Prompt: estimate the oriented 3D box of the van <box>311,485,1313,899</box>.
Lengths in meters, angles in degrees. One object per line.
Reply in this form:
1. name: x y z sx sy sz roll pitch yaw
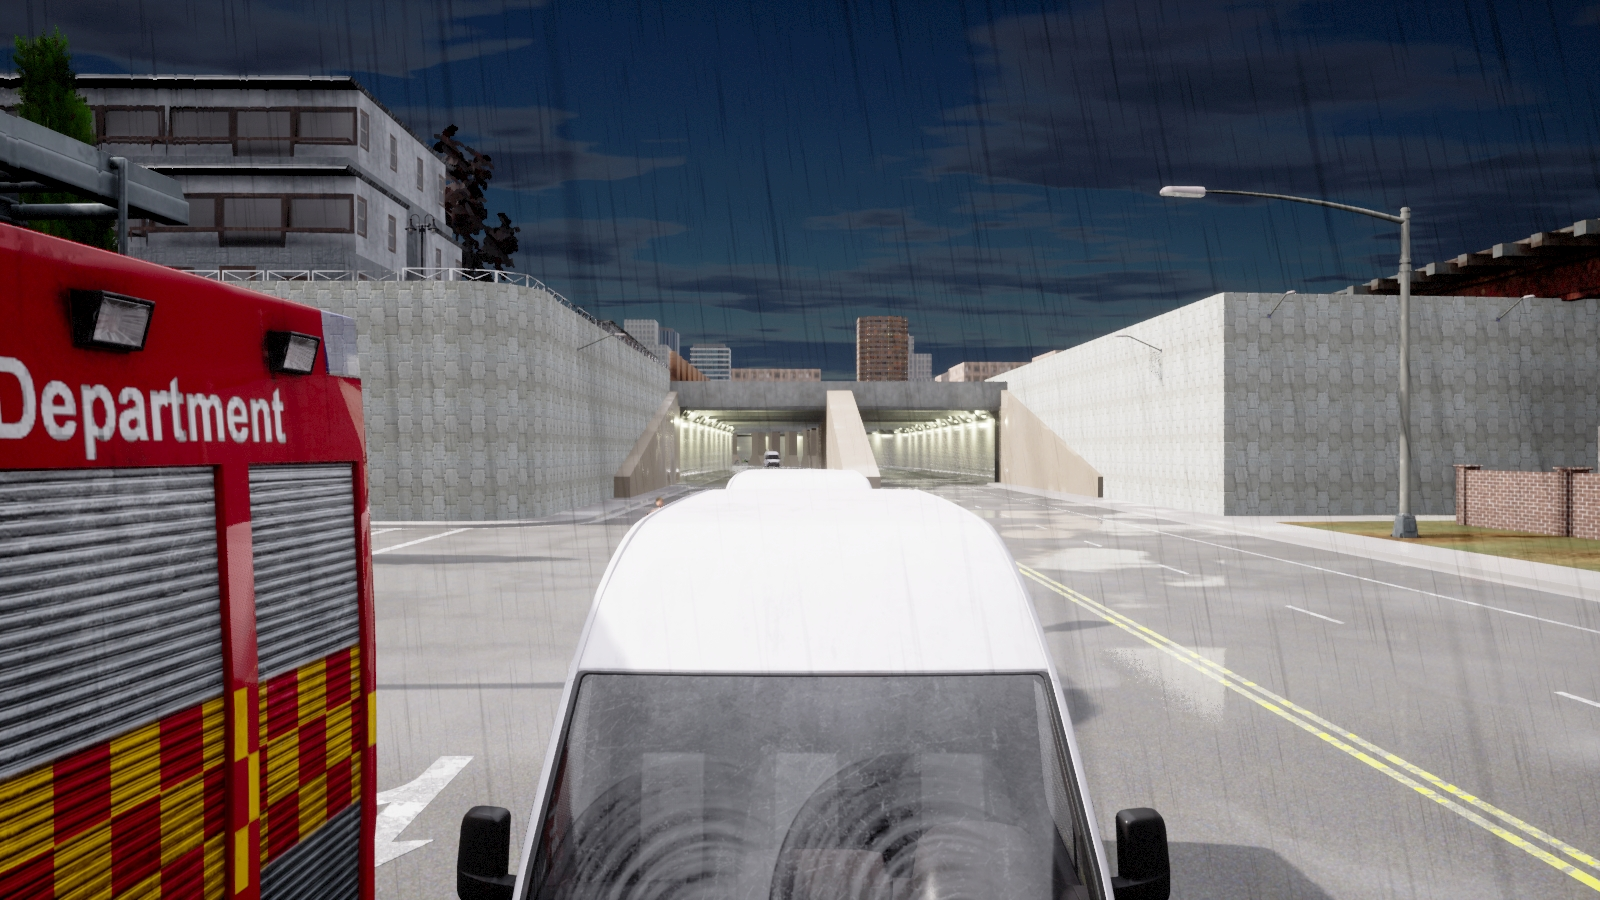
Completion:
1. van: 0.047 1.534 5.226 1.988 2.561 5.915 0 0 1
